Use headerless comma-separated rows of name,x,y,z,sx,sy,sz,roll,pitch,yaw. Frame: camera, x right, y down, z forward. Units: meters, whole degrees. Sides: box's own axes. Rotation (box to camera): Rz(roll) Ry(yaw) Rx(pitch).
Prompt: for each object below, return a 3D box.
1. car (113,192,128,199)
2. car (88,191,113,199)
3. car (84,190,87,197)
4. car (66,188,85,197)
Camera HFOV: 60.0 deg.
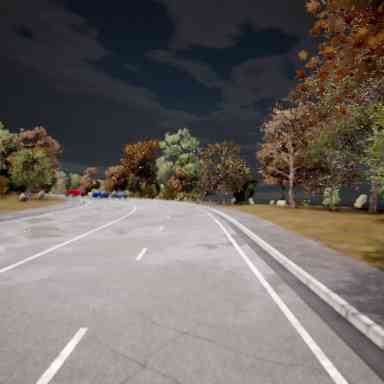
car,-15.199,0.719,69.696,1.812,1.442,4.674,2,0,-40
car,-19.003,0.552,68.705,1.882,1.535,5.008,2,0,-45
car,-22.160,0.442,76.797,4.674,1.442,1.812,2,0,40
car,-26.373,0.059,75.727,5.566,2.045,2.150,2,-1,35
